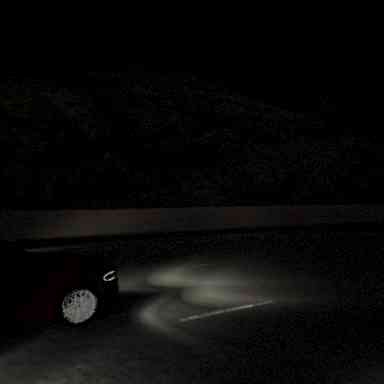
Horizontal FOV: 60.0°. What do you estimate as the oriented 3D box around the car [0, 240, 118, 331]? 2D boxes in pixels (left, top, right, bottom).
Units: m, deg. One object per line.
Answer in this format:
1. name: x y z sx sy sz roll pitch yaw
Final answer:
1. car: -3.660 1.430 5.239 5.008 1.535 1.882 0 0 -34
